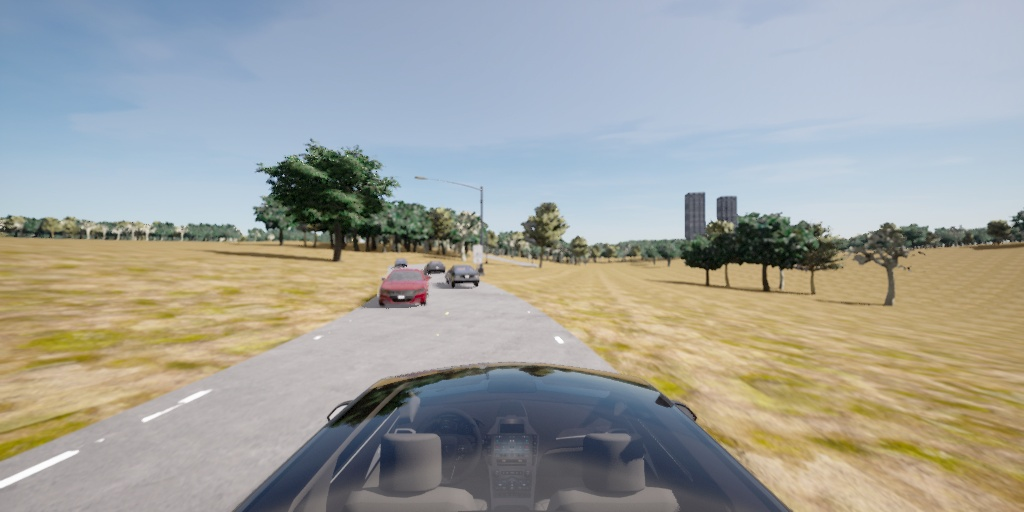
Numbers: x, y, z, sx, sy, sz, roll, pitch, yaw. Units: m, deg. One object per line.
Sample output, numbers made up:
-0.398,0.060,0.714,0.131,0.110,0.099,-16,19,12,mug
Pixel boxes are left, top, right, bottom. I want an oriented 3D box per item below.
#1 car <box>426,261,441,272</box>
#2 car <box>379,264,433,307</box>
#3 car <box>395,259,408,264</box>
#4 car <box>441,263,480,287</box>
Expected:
-8.735,1.229,40.758,1.994,1.385,4.181,0,0,-19,car
-4.733,1.302,16.209,1.882,1.535,5.008,0,0,-11,car
-16.978,1.088,54.882,2.033,1.411,5.357,0,0,-19,car
-3.534,1.335,25.062,2.033,1.411,5.357,0,0,-16,car
